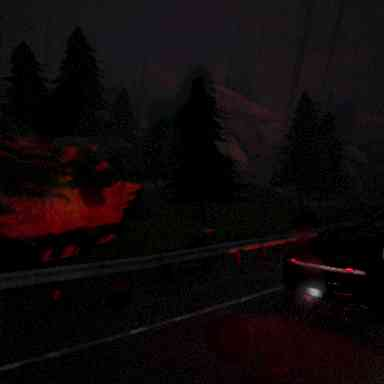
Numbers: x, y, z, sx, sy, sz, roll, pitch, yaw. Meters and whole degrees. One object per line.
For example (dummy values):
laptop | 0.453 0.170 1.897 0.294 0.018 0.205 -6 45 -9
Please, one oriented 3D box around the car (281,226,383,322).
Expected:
car | 3.938 1.508 7.301 4.902 1.511 2.128 0 0 -41
